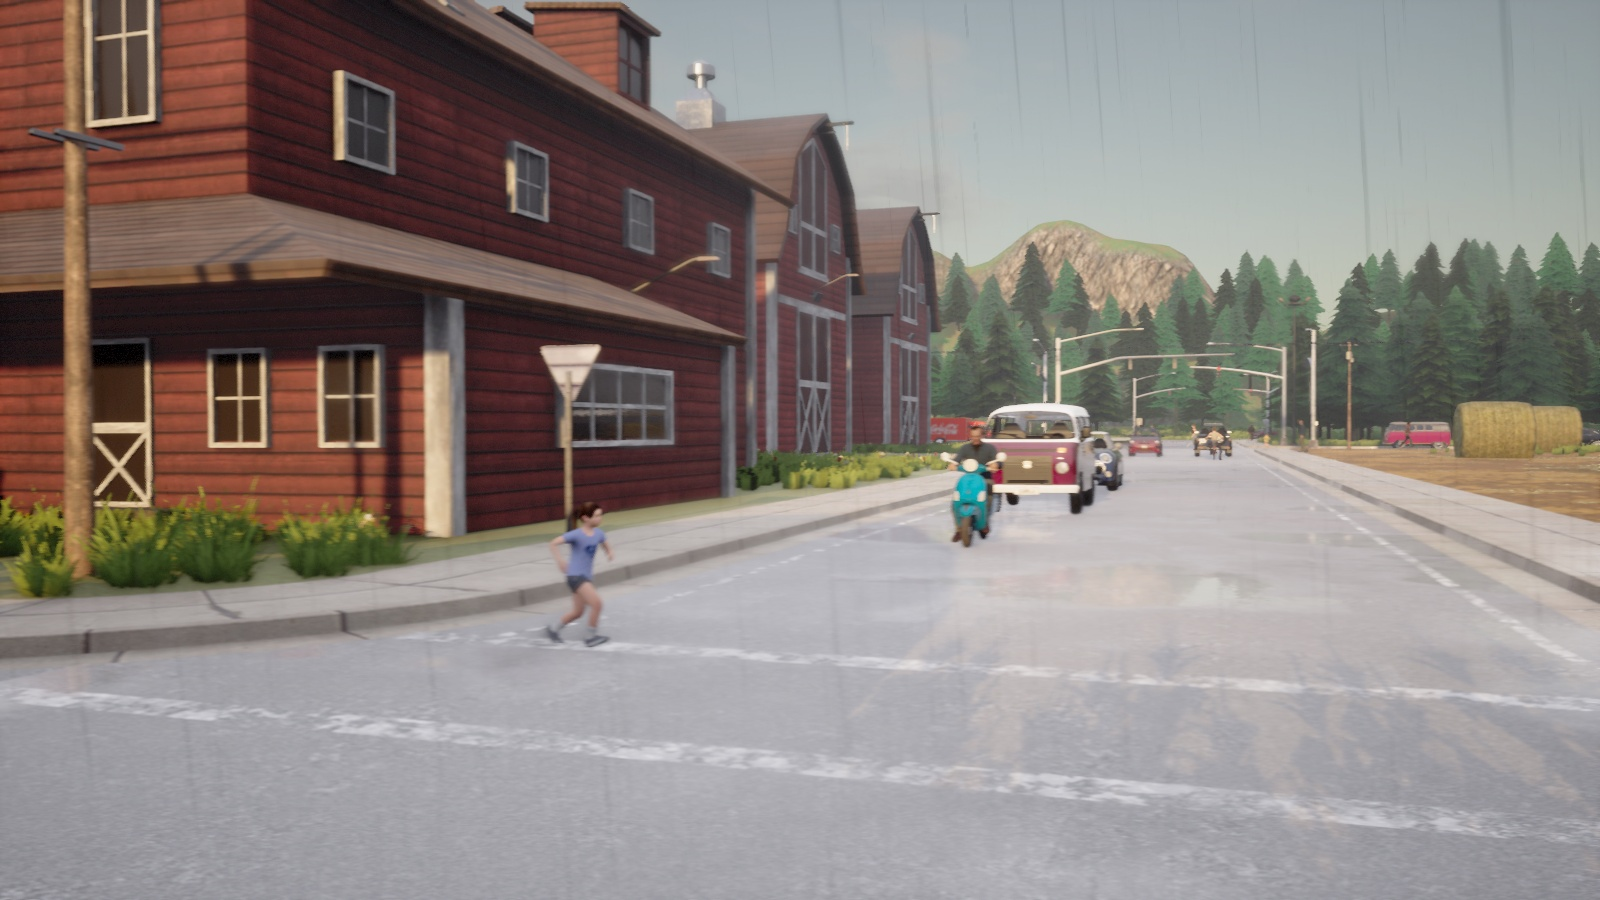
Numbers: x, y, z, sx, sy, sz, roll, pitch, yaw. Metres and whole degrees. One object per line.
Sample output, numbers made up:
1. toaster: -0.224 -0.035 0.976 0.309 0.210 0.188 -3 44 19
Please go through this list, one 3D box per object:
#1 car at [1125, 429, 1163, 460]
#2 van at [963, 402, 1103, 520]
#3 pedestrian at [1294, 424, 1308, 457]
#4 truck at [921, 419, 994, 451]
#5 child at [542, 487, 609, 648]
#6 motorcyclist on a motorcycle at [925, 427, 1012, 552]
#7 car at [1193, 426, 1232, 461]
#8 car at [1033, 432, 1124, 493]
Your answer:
1. car: 18.935 -0.337 68.976 1.851 1.617 3.988 1 1 18
2. van: 4.566 0.154 24.088 2.069 2.038 4.480 1 1 18
3. pedestrian: 28.038 -0.559 70.242 0.726 1.842 0.402 1 1 23
4. truck: 12.292 -1.187 98.058 5.204 2.467 2.627 1 1 19
5. child: -1.605 0.831 8.991 0.394 1.110 0.255 1 1 18
6. motorcyclist on a motorcycle: 2.313 0.488 17.061 0.866 1.590 1.817 1 1 18
7. car: 22.590 -0.404 68.906 1.932 1.855 4.605 1 1 17
8. car: 7.260 0.271 32.509 1.970 1.475 3.806 1 1 18
